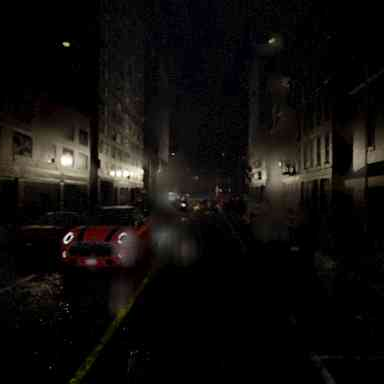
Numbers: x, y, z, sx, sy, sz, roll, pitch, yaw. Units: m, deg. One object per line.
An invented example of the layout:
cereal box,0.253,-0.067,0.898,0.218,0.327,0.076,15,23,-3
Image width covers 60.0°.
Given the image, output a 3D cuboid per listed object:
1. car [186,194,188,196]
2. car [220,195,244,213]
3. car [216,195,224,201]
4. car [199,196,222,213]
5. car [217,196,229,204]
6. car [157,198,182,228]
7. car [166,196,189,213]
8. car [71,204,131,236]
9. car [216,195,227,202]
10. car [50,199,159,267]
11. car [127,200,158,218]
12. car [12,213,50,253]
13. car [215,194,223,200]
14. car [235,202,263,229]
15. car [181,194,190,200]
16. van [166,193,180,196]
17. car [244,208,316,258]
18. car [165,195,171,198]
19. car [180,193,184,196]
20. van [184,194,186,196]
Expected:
car,-2.443,1.301,69.053,2.008,1.369,4.403,1,0,3
car,4.438,1.248,35.020,2.192,1.841,5.009,1,0,3
car,6.617,1.374,79.842,1.802,1.307,4.206,1,0,3
car,1.755,1.455,35.071,2.033,1.411,5.357,1,0,2
car,5.798,1.415,63.034,1.947,1.339,4.313,1,0,3
car,-2.093,1.407,21.513,2.128,1.511,4.902,1,0,3
car,-1.344,1.494,35.072,2.033,1.411,5.357,1,0,3
car,-4.902,1.464,18.629,1.947,1.339,4.313,1,0,3
car,6.072,1.375,68.637,1.887,1.381,4.507,1,0,3
car,-2.602,1.295,11.207,2.097,1.767,4.553,1,0,3
car,-4.356,1.434,29.834,1.947,1.339,4.313,1,0,3
car,-5.175,1.458,13.025,1.887,1.381,4.507,1,0,3
car,6.891,1.317,85.444,1.887,1.381,4.507,1,0,3
car,3.622,1.504,18.383,1.752,1.417,4.829,1,0,3
car,-1.624,1.236,85.860,1.887,1.381,4.507,1,0,3
van,-3.258,1.145,52.244,1.690,1.788,3.998,1,0,3
car,3.340,1.544,12.610,2.008,1.369,4.403,1,0,3
car,-3.810,1.418,41.038,1.802,1.307,4.206,1,0,3
car,-2.987,1.227,57.847,1.967,1.590,4.097,1,0,3
van,-2.712,1.109,63.449,1.690,1.788,3.998,1,0,3
